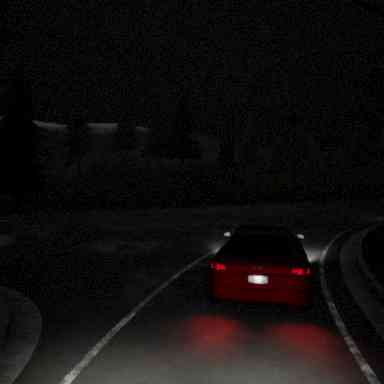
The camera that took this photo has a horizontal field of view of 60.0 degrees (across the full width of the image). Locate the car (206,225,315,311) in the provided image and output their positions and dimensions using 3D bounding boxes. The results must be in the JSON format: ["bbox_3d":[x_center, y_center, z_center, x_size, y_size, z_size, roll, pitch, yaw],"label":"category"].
[{"bbox_3d":[1.620,1.446,7.677,1.994,1.385,4.181,0,1,14],"label":"car"}]
